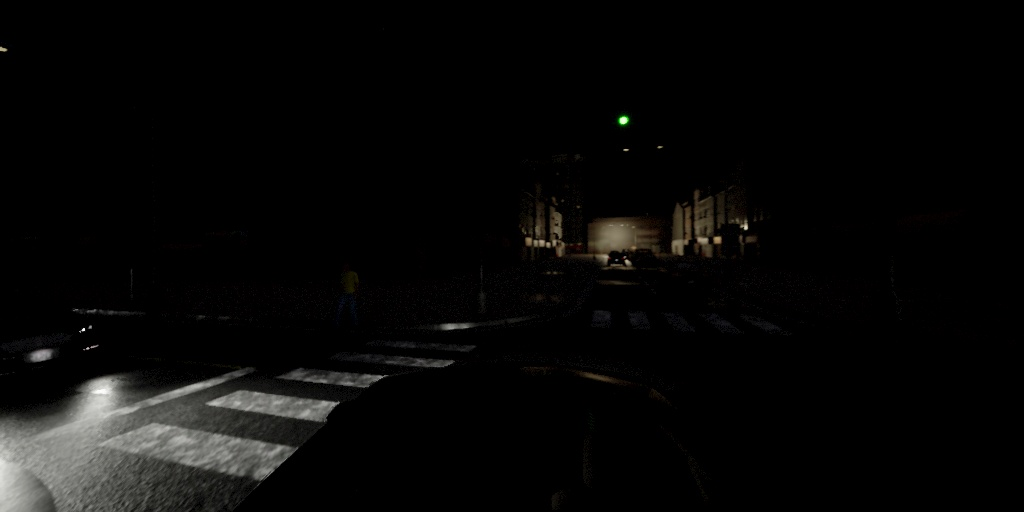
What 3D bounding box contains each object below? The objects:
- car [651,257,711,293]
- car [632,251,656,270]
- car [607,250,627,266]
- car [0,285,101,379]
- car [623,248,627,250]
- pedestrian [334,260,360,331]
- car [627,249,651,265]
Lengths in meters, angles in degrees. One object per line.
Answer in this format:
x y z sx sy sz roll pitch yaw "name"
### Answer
7.849 0.868 16.688 1.888 1.381 4.507 0 0 15 "car"
12.188 0.485 32.407 1.888 1.381 4.507 0 0 15 "car"
11.763 0.350 40.428 1.994 1.385 4.181 0 1 15 "car"
-9.441 1.248 6.038 4.902 1.511 2.128 0 1 15 "car"
19.421 -0.118 58.607 2.007 1.370 4.403 0 0 15 "car"
-4.160 0.963 9.108 0.375 1.860 0.375 0 1 15 "pedestrian"
13.634 0.130 37.647 2.192 1.841 5.009 0 0 15 "car"
